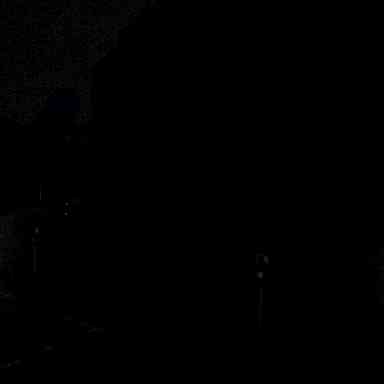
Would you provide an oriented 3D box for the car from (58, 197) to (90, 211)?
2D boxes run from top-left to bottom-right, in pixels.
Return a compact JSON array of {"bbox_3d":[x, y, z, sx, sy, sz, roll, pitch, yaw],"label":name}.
[{"bbox_3d":[-13.244,1.368,38.785,1.812,1.442,4.674,1,1,36],"label":"car"}]

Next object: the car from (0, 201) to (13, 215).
[{"bbox_3d":[-19.068,1.405,30.686,1.812,1.442,4.674,1,1,34],"label":"car"}]
